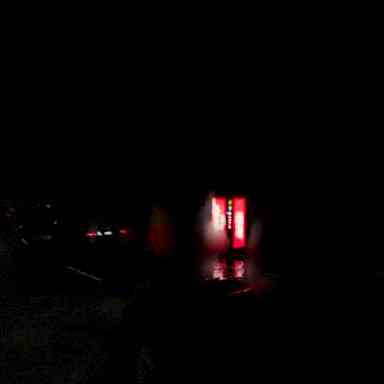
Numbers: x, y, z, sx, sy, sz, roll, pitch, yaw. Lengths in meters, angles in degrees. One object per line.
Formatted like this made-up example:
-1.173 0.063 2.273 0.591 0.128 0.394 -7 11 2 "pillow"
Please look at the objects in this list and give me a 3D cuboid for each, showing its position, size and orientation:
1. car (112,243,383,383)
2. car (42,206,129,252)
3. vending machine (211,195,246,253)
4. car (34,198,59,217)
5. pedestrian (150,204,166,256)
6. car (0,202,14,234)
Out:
1.412 1.477 3.235 5.008 1.535 1.882 0 0 37 "car"
-4.528 1.542 14.090 2.033 1.411 5.357 0 0 -36 "car"
1.423 1.192 12.957 1.100 2.100 0.880 0 0 -43 "vending machine"
-13.954 1.338 31.964 2.097 1.767 4.553 0 0 -26 "car"
-1.211 1.290 11.578 0.375 1.860 0.375 0 0 -42 "pedestrian"
-11.127 1.342 18.536 2.097 1.767 4.553 0 0 -29 "car"
